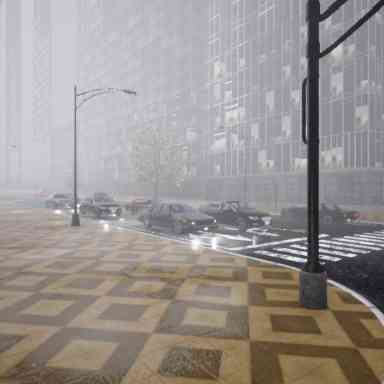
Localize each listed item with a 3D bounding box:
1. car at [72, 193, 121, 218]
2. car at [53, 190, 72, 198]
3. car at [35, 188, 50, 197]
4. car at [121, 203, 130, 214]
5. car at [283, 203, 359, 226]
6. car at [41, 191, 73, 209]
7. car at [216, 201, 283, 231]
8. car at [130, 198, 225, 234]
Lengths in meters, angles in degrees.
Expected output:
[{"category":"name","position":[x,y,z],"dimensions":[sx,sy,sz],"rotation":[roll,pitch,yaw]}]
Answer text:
[{"category":"car","position":[-7.049,1.056,25.428],"dimensions":[2.128,1.511,4.902],"rotation":[0,1,-38]},{"category":"car","position":[-25.378,0.316,65.041],"dimensions":[2.033,1.411,5.357],"rotation":[0,1,-38]},{"category":"car","position":[-28.478,0.110,63.731],"dimensions":[2.097,1.767,4.553],"rotation":[0,1,-38]},{"category":"car","position":[-3.416,1.193,26.063],"dimensions":[1.895,1.301,4.718],"rotation":[0,1,-38]},{"category":"car","position":[8.162,1.378,21.831],"dimensions":[1.895,1.301,4.718],"rotation":[0,1,-37]},{"category":"car","position":[-13.382,0.902,33.531],"dimensions":[1.812,1.442,4.674],"rotation":[0,1,-38]},{"category":"car","position":[2.309,1.254,18.772],"dimensions":[2.128,1.511,4.902],"rotation":[0,1,-38]},{"category":"car","position":[-0.974,1.292,17.688],"dimensions":[2.033,1.411,5.357],"rotation":[0,1,-38]}]
